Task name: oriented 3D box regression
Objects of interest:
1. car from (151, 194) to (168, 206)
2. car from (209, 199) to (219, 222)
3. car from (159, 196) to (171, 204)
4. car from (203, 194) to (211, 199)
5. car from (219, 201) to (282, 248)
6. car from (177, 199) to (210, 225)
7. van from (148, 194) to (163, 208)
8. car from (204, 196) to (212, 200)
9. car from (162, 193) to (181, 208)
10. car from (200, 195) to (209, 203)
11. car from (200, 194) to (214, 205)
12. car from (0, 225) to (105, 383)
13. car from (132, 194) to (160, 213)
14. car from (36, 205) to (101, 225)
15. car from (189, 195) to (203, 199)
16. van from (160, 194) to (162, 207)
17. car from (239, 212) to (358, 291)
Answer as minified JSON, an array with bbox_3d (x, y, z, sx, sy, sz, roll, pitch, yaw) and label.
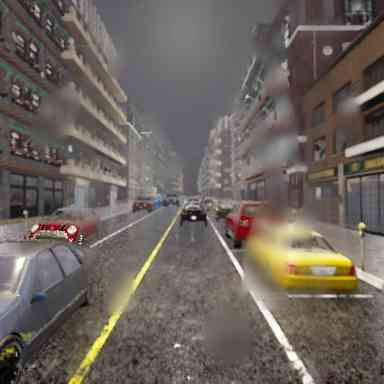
[{"bbox_3d":[-5.283,1.272,54.014,2.192,1.841,5.009,2,0,0],"label":"car"},{"bbox_3d":[2.588,1.515,25.684,2.008,1.369,4.403,2,0,0],"label":"car"},{"bbox_3d":[-5.291,1.526,65.343,1.947,1.339,4.313,2,0,0],"label":"car"},{"bbox_3d":[2.589,1.508,54.008,2.008,1.369,4.403,2,0,0],"label":"car"},{"bbox_3d":[2.595,1.294,14.356,2.192,1.841,5.009,2,0,0],"label":"car"},{"bbox_3d":[0.096,1.492,23.546,1.812,1.442,4.674,0,0,0],"label":"car"},{"bbox_3d":[-5.284,1.298,48.349,1.690,1.788,3.998,2,0,0],"label":"van"},{"bbox_3d":[2.589,1.482,37.184,1.752,1.417,4.829,2,0,0],"label":"car"},{"bbox_3d":[-2.827,1.181,47.803,2.150,2.045,5.566,0,0,0],"label":"car"},{"bbox_3d":[2.590,1.490,71.173,1.752,1.417,4.829,2,0,0],"label":"car"},{"bbox_3d":[2.595,1.273,59.673,2.192,1.841,5.009,2,0,0],"label":"car"},{"bbox_3d":[-2.849,1.540,5.210,2.033,1.411,5.357,0,0,0],"label":"car"},{"bbox_3d":[-5.283,1.272,37.020,2.192,1.841,5.009,2,0,0],"label":"car"},{"bbox_3d":[-5.287,1.419,14.362,1.967,1.590,4.097,2,0,0],"label":"car"},{"bbox_3d":[0.102,1.413,41.677,1.801,1.575,5.366,0,0,0],"label":"car"},{"bbox_3d":[-5.284,1.298,42.683,1.690,1.788,3.998,2,0,0],"label":"van"},{"bbox_3d":[2.589,1.512,8.862,1.752,1.417,4.829,2,0,0],"label":"car"}]
